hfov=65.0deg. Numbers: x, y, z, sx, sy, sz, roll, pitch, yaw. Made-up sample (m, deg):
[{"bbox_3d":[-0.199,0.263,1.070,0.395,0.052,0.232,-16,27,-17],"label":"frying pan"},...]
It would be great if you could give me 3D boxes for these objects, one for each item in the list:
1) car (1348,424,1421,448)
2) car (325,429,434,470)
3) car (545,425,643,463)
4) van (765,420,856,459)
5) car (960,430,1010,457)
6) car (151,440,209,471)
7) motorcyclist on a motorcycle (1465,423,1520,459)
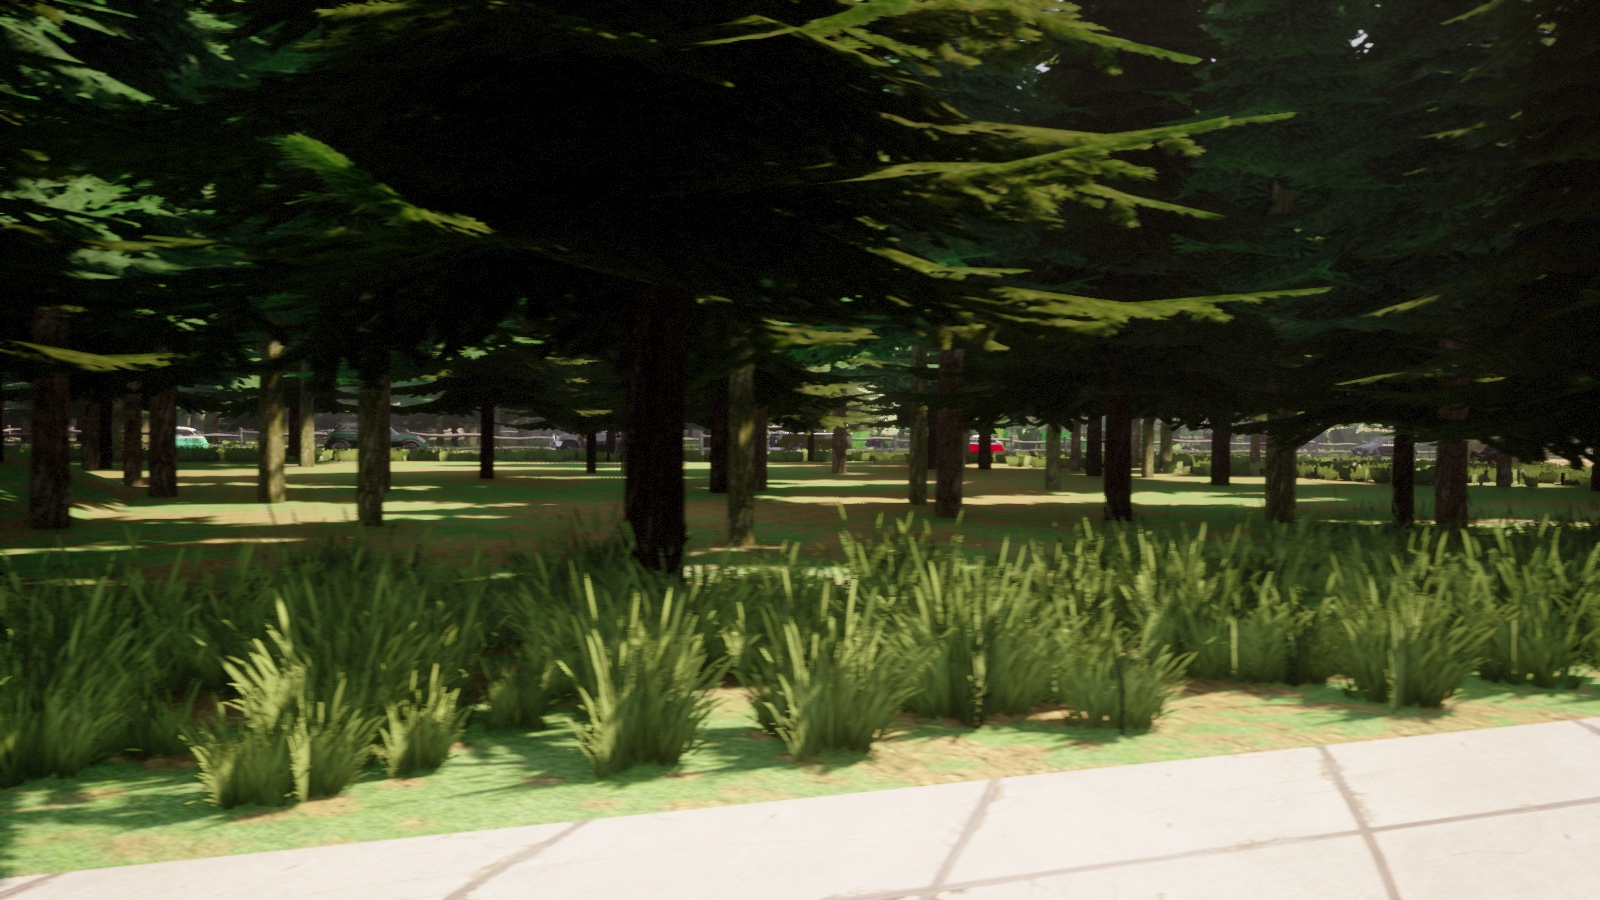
[{"bbox_3d":[37.634,-0.918,80.904,4.193,1.474,1.816,-1,1,-19],"label":"car"},{"bbox_3d":[-19.033,-0.061,56.813,4.553,1.767,2.097,-1,1,-21],"label":"car"},{"bbox_3d":[-10.457,-0.309,63.794,4.605,1.855,1.932,-1,1,-21],"label":"car"},{"bbox_3d":[0.552,-0.596,67.977,4.480,2.038,2.069,-1,1,-20],"label":"van"},{"bbox_3d":[9.936,-0.361,67.601,2.207,1.376,1.481,-1,1,-19],"label":"car"},{"bbox_3d":[-28.167,0.230,57.104,2.207,1.376,1.481,-1,1,-21],"label":"car"},{"bbox_3d":[30.077,-0.405,54.550,0.797,1.523,2.044,-1,1,-22],"label":"motorcyclist on a motorcycle"}]
